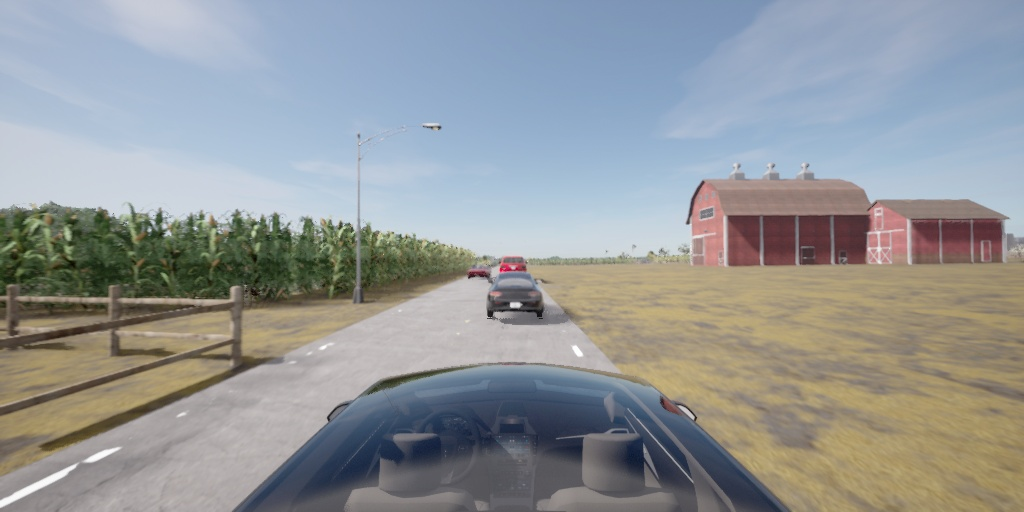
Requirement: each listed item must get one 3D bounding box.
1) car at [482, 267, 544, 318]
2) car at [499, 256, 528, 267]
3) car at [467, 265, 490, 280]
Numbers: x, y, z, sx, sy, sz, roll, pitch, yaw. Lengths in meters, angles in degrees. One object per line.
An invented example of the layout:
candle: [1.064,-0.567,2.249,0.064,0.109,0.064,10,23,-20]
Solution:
car: [0.097,1.286,12.893,1.812,1.442,4.674,0,0,0]
car: [0.099,1.022,29.590,2.150,2.045,5.566,0,0,0]
car: [-2.842,1.416,32.006,1.895,1.301,4.718,0,0,0]
